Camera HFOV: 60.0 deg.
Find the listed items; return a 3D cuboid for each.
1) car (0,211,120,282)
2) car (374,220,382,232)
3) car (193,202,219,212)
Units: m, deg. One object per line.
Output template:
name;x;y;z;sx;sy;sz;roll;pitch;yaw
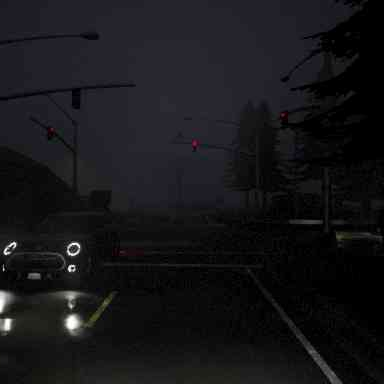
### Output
car;-3.677;1.427;10.110;2.097;1.767;4.553;0;-1;1
car;14.211;1.864;21.256;4.553;1.767;2.097;0;-1;0
car;2.213;2.249;50.109;2.128;1.511;4.902;-1;-2;39
